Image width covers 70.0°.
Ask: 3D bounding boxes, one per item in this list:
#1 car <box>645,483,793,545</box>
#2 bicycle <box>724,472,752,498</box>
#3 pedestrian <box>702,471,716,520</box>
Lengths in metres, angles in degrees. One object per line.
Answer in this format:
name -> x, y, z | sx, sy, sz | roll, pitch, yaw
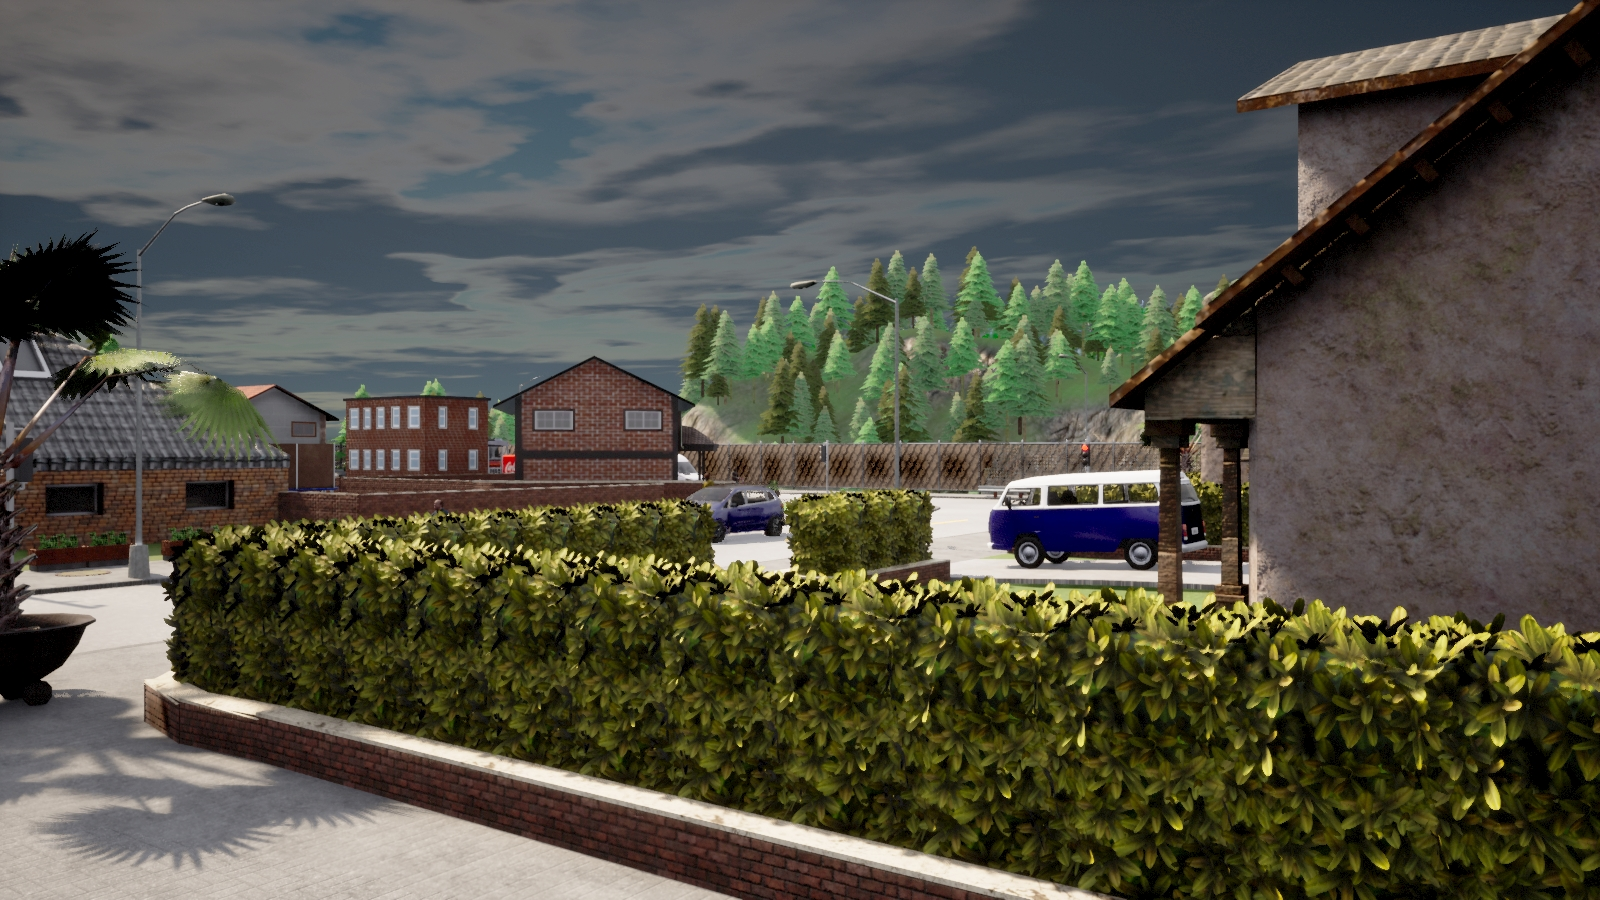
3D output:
car -> -2.473, 1.959, 35.995 | 2.242, 1.667, 4.611 | 0, 0, 35
bicycle -> -3.643, 2.044, 67.431 | 1.835, 1.471, 0.329 | 0, 0, 35
pedestrian -> -3.487, 1.732, 43.549 | 0.375, 1.860, 0.375 | 0, 0, 41
